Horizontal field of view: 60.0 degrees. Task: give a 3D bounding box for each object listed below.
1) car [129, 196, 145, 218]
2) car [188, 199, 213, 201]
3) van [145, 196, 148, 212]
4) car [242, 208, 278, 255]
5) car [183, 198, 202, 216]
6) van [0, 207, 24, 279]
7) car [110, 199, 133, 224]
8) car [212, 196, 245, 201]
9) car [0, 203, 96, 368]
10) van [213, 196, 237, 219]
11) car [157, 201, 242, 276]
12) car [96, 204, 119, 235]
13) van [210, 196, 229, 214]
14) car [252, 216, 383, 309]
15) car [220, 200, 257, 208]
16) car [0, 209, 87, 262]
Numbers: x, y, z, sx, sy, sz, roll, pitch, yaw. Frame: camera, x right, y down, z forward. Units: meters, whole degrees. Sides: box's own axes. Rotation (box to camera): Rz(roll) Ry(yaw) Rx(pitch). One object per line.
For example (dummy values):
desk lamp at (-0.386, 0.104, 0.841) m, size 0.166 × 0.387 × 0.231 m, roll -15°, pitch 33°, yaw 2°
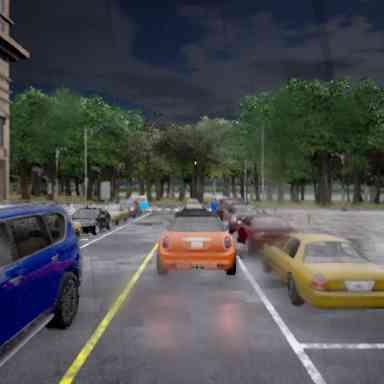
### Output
car at (-5.680, 1.409, 29.427) m, size 1.967 × 1.590 × 4.097 m, roll 0°, pitch 0°, yaw 0°
car at (0.163, 1.467, 22.447) m, size 2.128 × 1.511 × 4.902 m, roll 0°, pitch 0°, yaw 0°
van at (-5.665, 1.306, 34.865) m, size 1.690 × 1.788 × 3.998 m, roll 0°, pitch 0°, yaw 0°
car at (2.797, 1.530, 13.090) m, size 1.887 × 1.381 × 4.507 m, roll 0°, pitch 0°, yaw 0°
car at (0.092, 1.423, 32.926) m, size 1.801 × 1.575 × 5.366 m, roll 0°, pitch 0°, yaw 1°
van at (-5.745, 1.331, 7.677) m, size 1.690 × 1.788 × 3.998 m, roll 0°, pitch 0°, yaw 0°
car at (-5.697, 1.499, 23.820) m, size 1.752 × 1.417 × 4.829 m, roll 0°, pitch 0°, yaw 0°
car at (2.828, 1.290, 23.965) m, size 2.192 × 1.841 × 5.009 m, roll 0°, pitch 0°, yaw 0°
car at (-3.093, 1.216, 3.993) m, size 2.150 × 2.045 × 5.566 m, roll 0°, pitch 0°, yaw 0°
van at (2.845, 1.311, 29.402) m, size 1.690 × 1.788 × 3.998 m, roll 0°, pitch 0°, yaw 0°
car at (0.128, 1.339, 10.504) m, size 2.097 × 1.767 × 4.553 m, roll 0°, pitch 0°, yaw 0°
car at (-5.713, 1.545, 18.552) m, size 1.947 × 1.339 × 4.313 m, roll 0°, pitch 0°, yaw 0°
van at (2.861, 1.306, 34.840) m, size 1.690 × 1.788 × 3.998 m, roll 0°, pitch 0°, yaw 0°
car at (2.781, 1.516, 7.822) m, size 1.752 × 1.417 × 4.829 m, roll 0°, pitch 0°, yaw 0°
car at (2.813, 1.420, 18.527) m, size 1.967 × 1.590 × 4.097 m, roll 0°, pitch 0°, yaw 0°
car at (-5.729, 1.510, 12.945) m, size 1.752 × 1.417 × 4.829 m, roll 0°, pitch 0°, yaw 0°
